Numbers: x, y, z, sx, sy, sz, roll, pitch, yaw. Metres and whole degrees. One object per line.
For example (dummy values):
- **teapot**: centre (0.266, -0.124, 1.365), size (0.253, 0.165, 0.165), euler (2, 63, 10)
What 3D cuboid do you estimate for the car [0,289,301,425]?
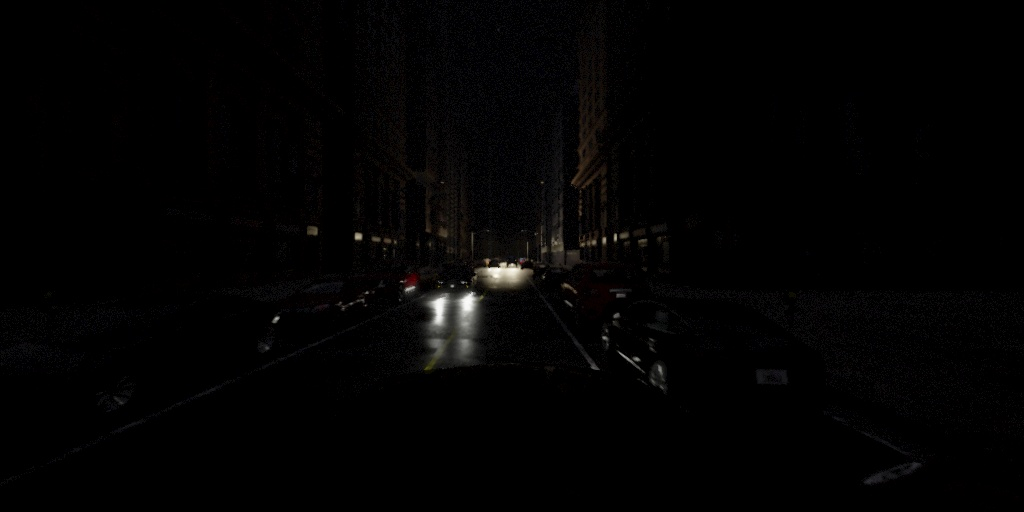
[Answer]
- **car**: centre (-5.761, 1.328, 5.890), size (1.948, 1.339, 4.313), euler (0, 0, 0)

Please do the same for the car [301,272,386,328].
- **car**: centre (-5.759, 1.361, 11.492), size (1.802, 1.307, 4.207), euler (0, 0, 0)

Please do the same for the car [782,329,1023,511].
- **car**: centre (2.763, 1.186, 0.289), size (1.967, 1.591, 4.097), euler (0, 0, 0)

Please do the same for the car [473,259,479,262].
- **car**: centre (-5.748, 1.193, 45.102), size (2.192, 1.841, 5.009), euler (0, 0, 0)

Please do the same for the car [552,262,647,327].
- **car**: centre (2.766, 1.093, 11.492), size (2.192, 1.841, 5.009), euler (0, 0, 0)

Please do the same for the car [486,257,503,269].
- **car**: centre (-3.013, 1.435, 61.864), size (1.837, 1.490, 4.892), euler (0, 0, 1)

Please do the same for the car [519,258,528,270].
- **car**: centre (2.370, 1.435, 55.594), size (1.812, 1.442, 4.674), euler (0, 0, 0)

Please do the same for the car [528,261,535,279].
- **car**: centre (2.774, 1.390, 33.902), size (1.888, 1.381, 4.507), euler (0, 0, 0)

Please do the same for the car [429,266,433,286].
- **car**: centre (-5.755, 1.337, 22.526), size (1.751, 1.417, 4.829), euler (0, 0, 0)

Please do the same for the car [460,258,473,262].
- **car**: centre (-5.750, 1.301, 39.501), size (1.967, 1.591, 4.097), euler (0, 0, 0)

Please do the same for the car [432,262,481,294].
- **car**: centre (-3.092, 1.311, 21.012), size (1.837, 1.490, 4.892), euler (0, 0, 0)

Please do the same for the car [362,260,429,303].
- **car**: centre (-5.757, 1.110, 17.093), size (2.192, 1.841, 5.009), euler (0, 0, 0)

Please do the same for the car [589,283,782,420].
- **car**: centre (2.765, 1.328, 5.891), size (1.948, 1.339, 4.313), euler (0, 0, 0)

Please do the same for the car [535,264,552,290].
- **car**: centre (2.770, 1.362, 22.697), size (2.007, 1.370, 4.403), euler (0, 0, 0)
